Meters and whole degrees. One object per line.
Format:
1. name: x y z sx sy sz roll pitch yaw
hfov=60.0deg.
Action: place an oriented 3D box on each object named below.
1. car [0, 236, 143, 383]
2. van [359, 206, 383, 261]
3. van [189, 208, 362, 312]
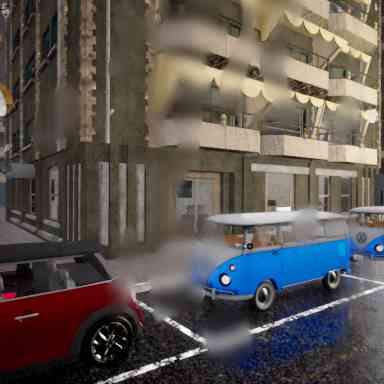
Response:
1. car: -2.773 1.440 4.114 4.097 1.590 1.967 0 0 -36
2. van: 6.477 1.345 10.741 3.998 1.788 1.690 0 0 -36
3. van: 1.852 1.342 7.428 3.998 1.788 1.690 0 0 -36
